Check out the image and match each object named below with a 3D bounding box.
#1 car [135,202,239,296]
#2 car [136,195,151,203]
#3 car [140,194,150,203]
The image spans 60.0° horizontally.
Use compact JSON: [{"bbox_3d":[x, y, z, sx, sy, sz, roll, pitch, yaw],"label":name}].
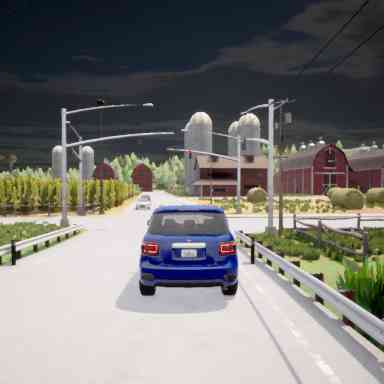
[{"bbox_3d":[-0.109,1.369,9.145,2.150,2.045,5.566,0,-2,-1],"label":"car"},{"bbox_3d":[-6.402,1.526,43.785,1.812,1.442,4.674,0,1,-7],"label":"car"},{"bbox_3d":[-8.929,1.213,63.963,1.812,1.442,4.674,0,1,-7],"label":"car"}]
